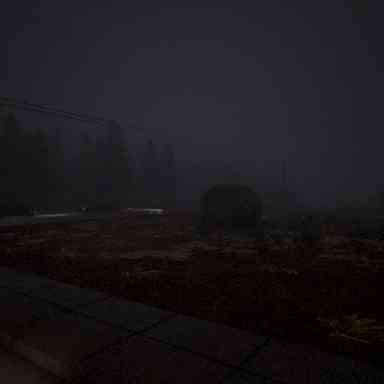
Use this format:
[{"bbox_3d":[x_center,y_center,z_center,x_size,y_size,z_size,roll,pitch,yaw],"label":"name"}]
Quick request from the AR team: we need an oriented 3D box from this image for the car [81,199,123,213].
[{"bbox_3d":[-10.004,1.518,37.157,2.128,1.511,4.902,0,0,37],"label":"car"}]

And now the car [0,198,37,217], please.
[{"bbox_3d":[-16.081,1.379,28.962,2.097,1.767,4.553,0,0,37],"label":"car"}]

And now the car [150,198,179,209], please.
[{"bbox_3d":[-3.682,1.552,45.660,1.812,1.442,4.674,0,0,37],"label":"car"}]
